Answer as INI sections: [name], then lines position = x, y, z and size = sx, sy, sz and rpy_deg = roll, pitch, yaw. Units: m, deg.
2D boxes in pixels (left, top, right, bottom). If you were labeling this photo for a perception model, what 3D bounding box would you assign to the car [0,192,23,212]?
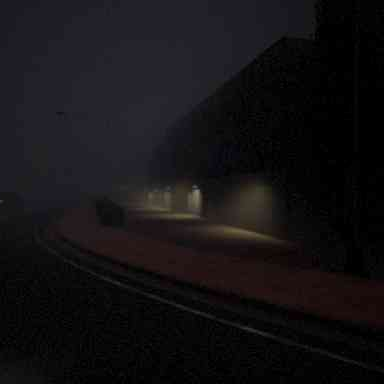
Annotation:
[car]
position = -19.303, 1.021, 34.881
size = 2.150, 2.045, 5.566
rpy_deg = 1, 0, -17
